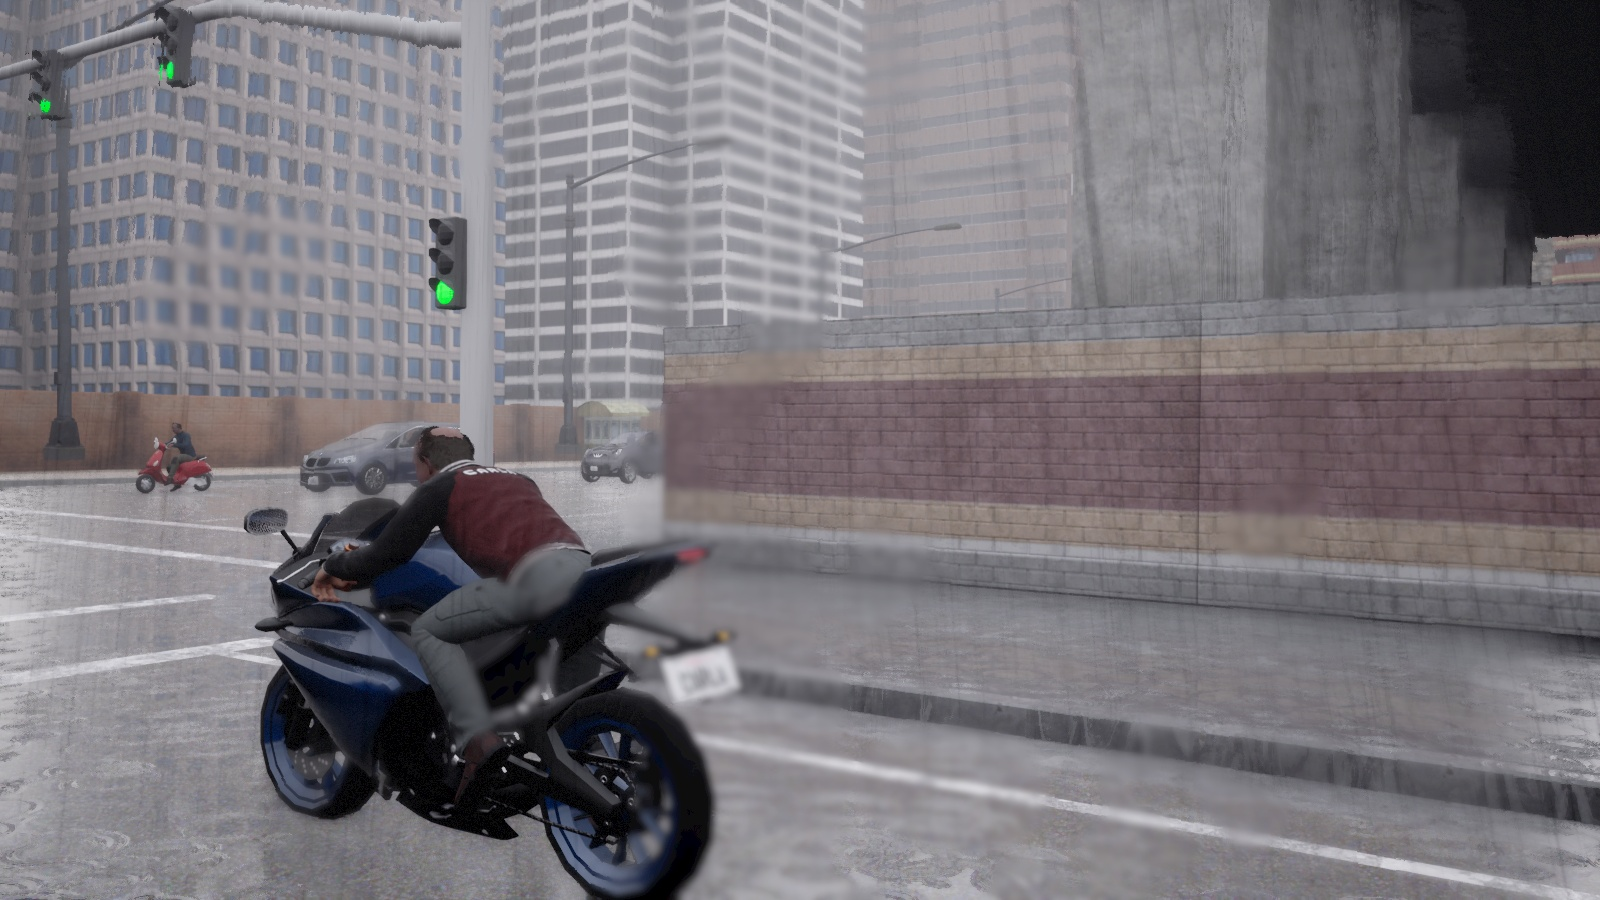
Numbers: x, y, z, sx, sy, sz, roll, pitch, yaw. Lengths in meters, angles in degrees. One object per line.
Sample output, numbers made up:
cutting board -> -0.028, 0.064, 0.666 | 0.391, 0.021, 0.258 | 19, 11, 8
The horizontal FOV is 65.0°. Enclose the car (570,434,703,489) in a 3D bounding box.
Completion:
car -> -4.681, 0.292, 36.289 | 1.845, 1.501, 3.633 | 0, 1, 34

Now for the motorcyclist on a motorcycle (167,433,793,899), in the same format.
motorcyclist on a motorcycle -> -1.183, 0.717, 4.410 | 2.191, 1.530, 0.866 | 0, 1, 34

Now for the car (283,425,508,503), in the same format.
car -> -9.350, 0.259, 29.396 | 2.242, 1.667, 4.611 | 0, 1, 34

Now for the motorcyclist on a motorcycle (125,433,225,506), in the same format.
motorcyclist on a motorcycle -> -14.162, 0.424, 28.516 | 0.866, 1.590, 1.817 | 0, 1, 34
